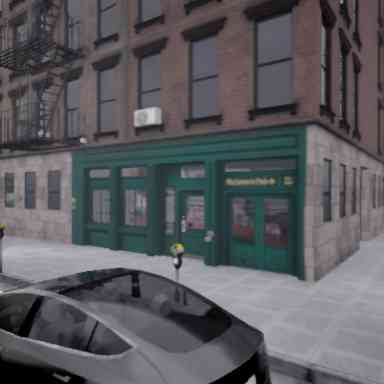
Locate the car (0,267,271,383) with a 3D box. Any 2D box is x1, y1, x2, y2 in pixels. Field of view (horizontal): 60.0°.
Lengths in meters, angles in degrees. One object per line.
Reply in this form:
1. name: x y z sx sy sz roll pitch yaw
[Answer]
1. car: -1.281 1.555 3.724 4.313 1.339 1.947 0 0 36
